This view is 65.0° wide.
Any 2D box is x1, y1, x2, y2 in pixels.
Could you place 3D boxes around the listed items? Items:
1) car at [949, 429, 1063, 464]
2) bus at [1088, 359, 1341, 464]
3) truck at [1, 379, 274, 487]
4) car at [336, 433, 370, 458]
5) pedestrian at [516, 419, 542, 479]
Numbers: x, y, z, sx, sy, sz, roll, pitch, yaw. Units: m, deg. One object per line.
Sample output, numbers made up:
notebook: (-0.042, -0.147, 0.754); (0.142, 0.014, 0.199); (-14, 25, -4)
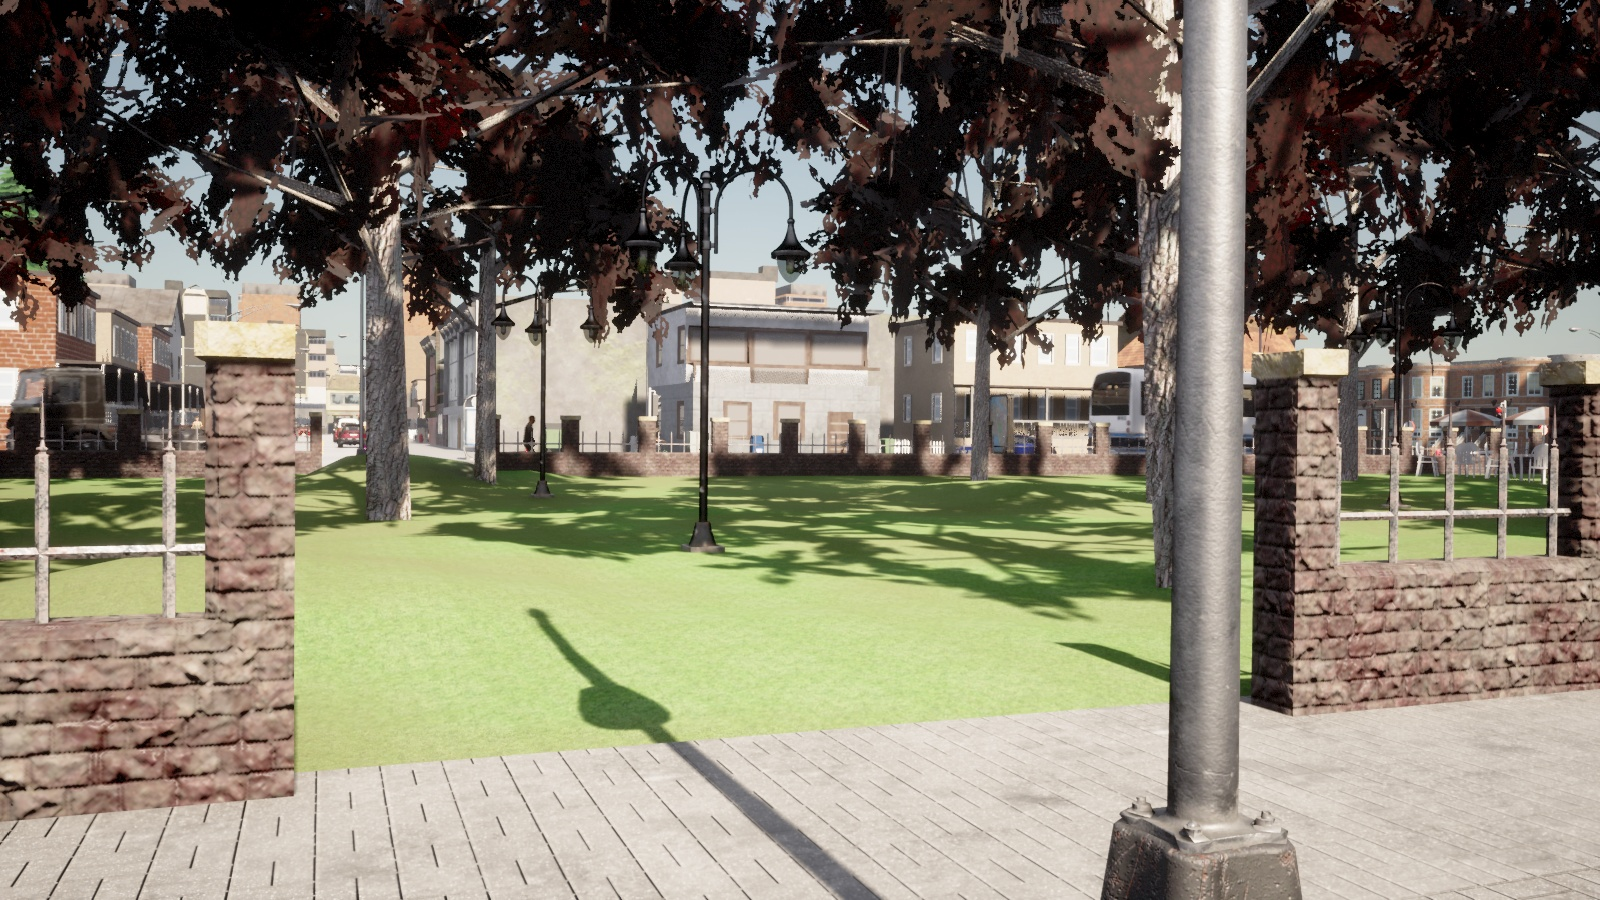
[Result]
car: (9.145, -0.181, 55.699); (4.674, 1.442, 1.812); (-1, 1, -21)
bus: (18.104, -1.666, 54.806); (10.273, 4.253, 3.944); (-1, 1, -21)
truck: (-23.086, -0.654, 44.162); (2.891, 3.462, 7.936); (1, 2, 43)
car: (-30.305, -0.329, 85.098); (2.033, 1.649, 4.856); (-1, 1, -21)
pedestrian: (-8.424, -0.036, 39.012); (0.703, 1.840, 0.431); (-1, 1, -21)
